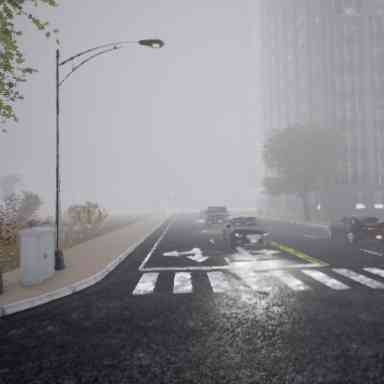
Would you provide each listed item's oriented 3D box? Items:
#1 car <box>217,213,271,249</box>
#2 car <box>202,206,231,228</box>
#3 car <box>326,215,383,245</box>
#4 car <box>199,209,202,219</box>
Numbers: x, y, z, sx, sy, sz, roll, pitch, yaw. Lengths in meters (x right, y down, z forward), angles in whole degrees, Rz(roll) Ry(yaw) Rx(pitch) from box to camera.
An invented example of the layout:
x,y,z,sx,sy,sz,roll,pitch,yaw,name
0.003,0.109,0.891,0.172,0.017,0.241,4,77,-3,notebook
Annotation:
x,y,z,sx,sy,sz,roll,pitch,yaw,name
2.821,2.097,17.903,2.128,1.511,4.902,-1,-2,-1,car
2.462,2.370,32.394,2.150,2.045,5.566,-1,-2,-1,car
9.165,2.040,18.627,1.837,1.490,4.892,-1,-2,1,car
2.104,3.318,50.566,2.128,1.511,4.902,-1,-2,-1,car
